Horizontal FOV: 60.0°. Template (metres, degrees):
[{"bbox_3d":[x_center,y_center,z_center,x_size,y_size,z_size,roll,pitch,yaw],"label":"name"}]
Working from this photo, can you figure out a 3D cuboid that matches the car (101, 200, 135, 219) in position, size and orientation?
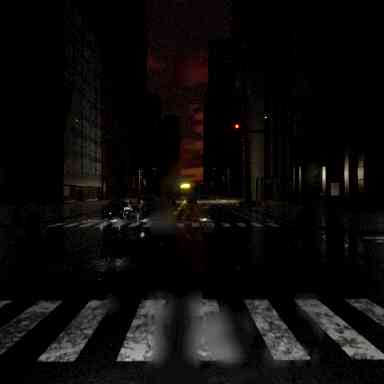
[{"bbox_3d":[-6.665,1.507,29.558,1.837,1.490,4.892,0,0,0],"label":"car"}]

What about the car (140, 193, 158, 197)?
[{"bbox_3d":[-6.677,1.227,48.732,2.150,2.045,5.566,0,0,0],"label":"car"}]

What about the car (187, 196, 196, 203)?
[{"bbox_3d":[-0.077,1.570,70.904,1.994,1.385,4.181,0,0,0],"label":"car"}]

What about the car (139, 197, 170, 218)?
[{"bbox_3d":[-3.400,1.480,30.851,1.882,1.535,5.008,0,0,0],"label":"car"}]

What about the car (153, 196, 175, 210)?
[{"bbox_3d":[-3.423,1.530,40.132,1.812,1.442,4.674,0,0,0],"label":"car"}]

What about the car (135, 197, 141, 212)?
[{"bbox_3d":[-6.667,1.605,38.821,1.895,1.301,4.718,0,0,0],"label":"car"}]

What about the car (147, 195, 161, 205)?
[{"bbox_3d":[-6.661,1.360,58.994,2.097,1.767,4.553,0,0,-1],"label":"car"}]

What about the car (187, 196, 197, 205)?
[{"bbox_3d":[-0.022,1.556,60.576,2.033,1.411,5.357,0,0,0],"label":"car"}]
